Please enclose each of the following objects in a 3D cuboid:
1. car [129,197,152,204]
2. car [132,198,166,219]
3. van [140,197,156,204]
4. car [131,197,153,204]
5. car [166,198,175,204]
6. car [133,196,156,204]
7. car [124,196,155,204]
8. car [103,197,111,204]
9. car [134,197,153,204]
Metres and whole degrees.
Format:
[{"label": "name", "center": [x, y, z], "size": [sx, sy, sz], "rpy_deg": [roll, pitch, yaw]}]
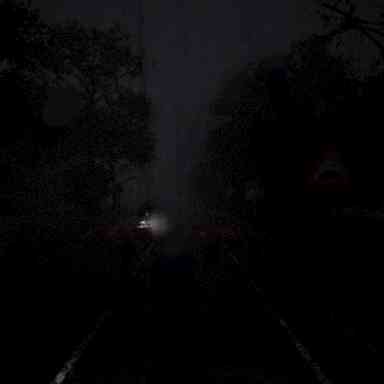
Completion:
[{"label": "car", "center": [-11.936, 2.020, 77.158], "size": [4.892, 1.521, 2.231], "rpy_deg": [0, -2, -1]}, {"label": "car", "center": [-3.878, 1.630, 30.647], "size": [2.128, 1.511, 4.902], "rpy_deg": [0, 0, -1]}, {"label": "van", "center": [-12.419, 2.356, 93.798], "size": [4.442, 1.987, 1.878], "rpy_deg": [0, -2, -1]}, {"label": "car", "center": [-11.999, 2.101, 79.928], "size": [5.008, 1.535, 2.097], "rpy_deg": [0, -2, -1]}, {"label": "car", "center": [-4.723, 1.941, 71.831], "size": [1.812, 1.442, 4.674], "rpy_deg": [0, -1, -1]}, {"label": "car", "center": [-12.088, 2.036, 85.482], "size": [5.566, 2.045, 2.435], "rpy_deg": [0, -2, -1]}, {"label": "car", "center": [-11.683, 1.942, 74.395], "size": [5.366, 1.575, 1.946], "rpy_deg": [0, -2, -1]}, {"label": "car", "center": [-25.290, 2.363, 90.930], "size": [4.553, 1.767, 2.185], "rpy_deg": [0, -2, -1]}, {"label": "car", "center": [-12.086, 2.067, 82.706], "size": [4.553, 1.767, 2.185], "rpy_deg": [0, -2, -1]}]
